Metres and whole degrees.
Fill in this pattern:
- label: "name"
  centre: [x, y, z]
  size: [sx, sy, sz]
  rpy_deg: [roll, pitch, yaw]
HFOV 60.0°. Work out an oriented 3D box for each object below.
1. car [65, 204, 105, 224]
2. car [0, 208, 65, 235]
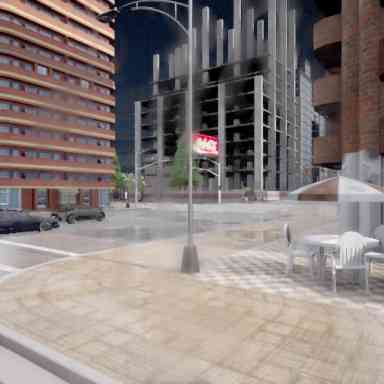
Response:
- label: "car"
  centre: [-8.765, 1.619, 25.631]
  size: [1.994, 1.385, 4.181]
  rpy_deg: [0, 0, 36]
- label: "car"
  centre: [-9.774, 1.603, 17.481]
  size: [2.033, 1.411, 5.357]
  rpy_deg: [0, 0, 34]
